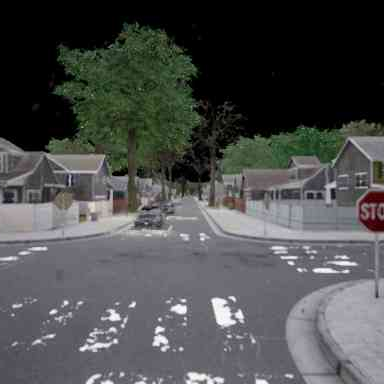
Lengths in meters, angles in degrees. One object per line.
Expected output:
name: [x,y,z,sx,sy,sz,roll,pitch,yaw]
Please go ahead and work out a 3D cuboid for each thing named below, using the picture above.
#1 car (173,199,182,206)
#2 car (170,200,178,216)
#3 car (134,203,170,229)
car: [-2.965,2.034,65.614,1.895,1.301,4.718,0,0,0]
car: [-2.869,1.849,36.565,1.994,1.385,4.181,0,0,0]
car: [-2.858,1.739,23.444,1.837,1.490,4.892,0,0,1]
